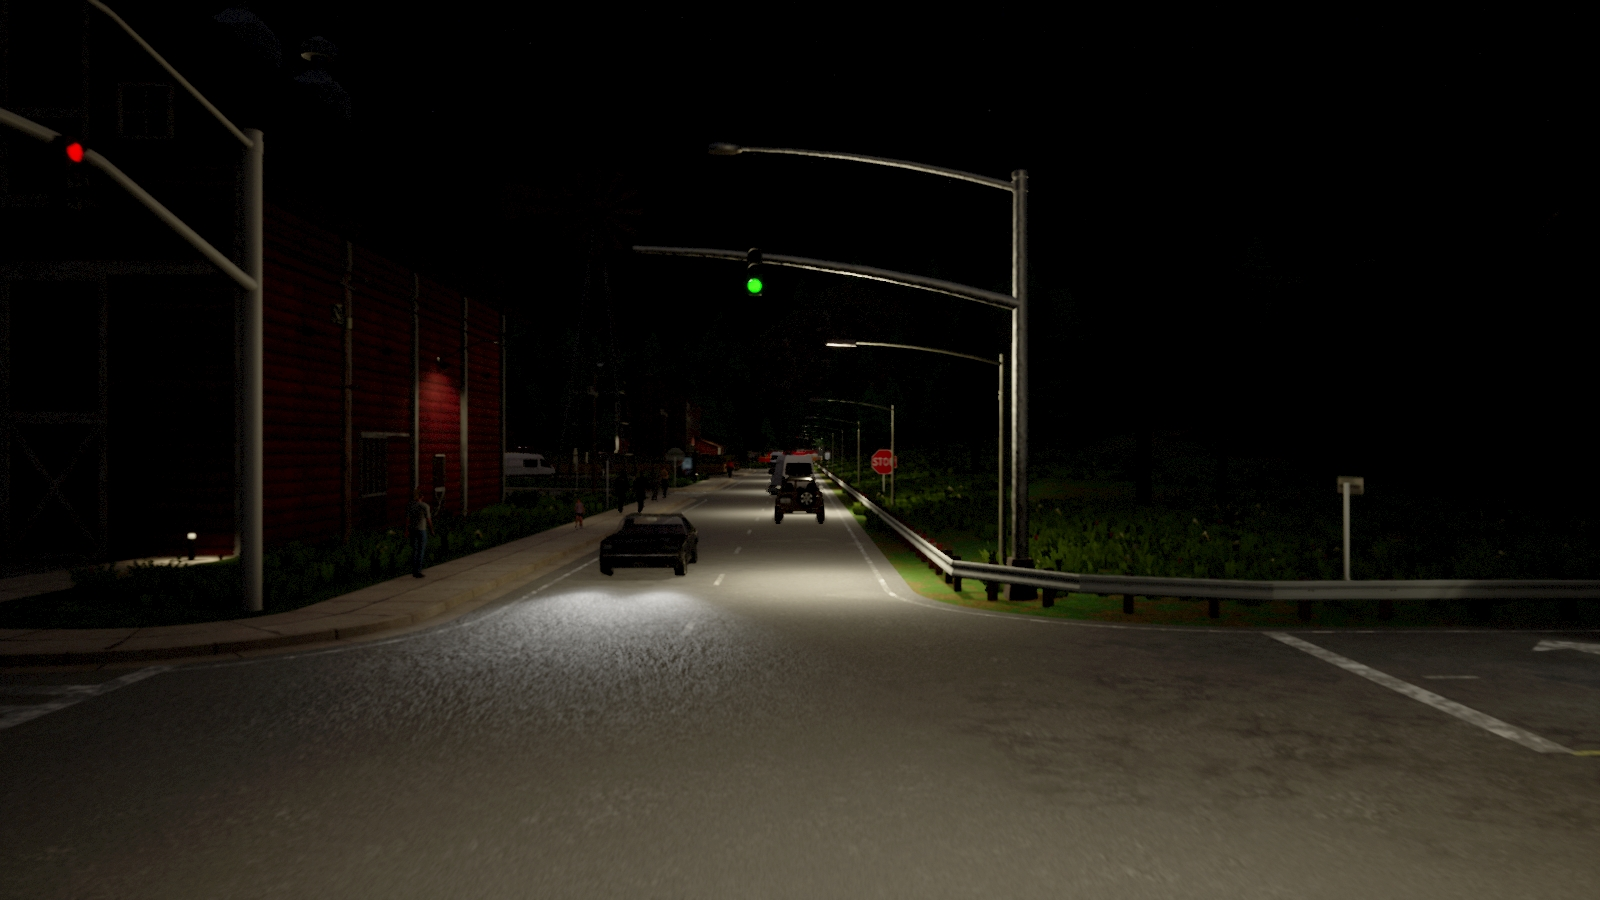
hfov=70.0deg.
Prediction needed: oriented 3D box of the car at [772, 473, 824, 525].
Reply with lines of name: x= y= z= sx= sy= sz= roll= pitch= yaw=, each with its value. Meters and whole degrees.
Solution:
car: x=-0.066 y=1.884 z=45.348 sx=1.932 sy=1.855 sz=4.605 roll=0 pitch=0 yaw=0

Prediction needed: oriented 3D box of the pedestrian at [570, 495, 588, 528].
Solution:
pedestrian: x=-7.516 y=2.095 z=38.813 sx=0.500 sy=1.100 sz=0.500 roll=0 pitch=0 yaw=4

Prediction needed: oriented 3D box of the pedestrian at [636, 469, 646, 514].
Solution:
pedestrian: x=-6.577 y=1.716 z=47.217 sx=0.375 sy=1.860 sz=0.375 roll=0 pitch=0 yaw=-5

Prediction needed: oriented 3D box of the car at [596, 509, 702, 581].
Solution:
car: x=-3.449 y=2.168 z=26.937 sx=1.895 sy=1.301 sz=4.718 roll=0 pitch=0 yaw=0

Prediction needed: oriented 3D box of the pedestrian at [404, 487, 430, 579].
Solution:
pedestrian: x=-7.911 y=1.706 z=23.615 sx=0.375 sy=1.860 sz=0.375 roll=0 pitch=0 yaw=13
